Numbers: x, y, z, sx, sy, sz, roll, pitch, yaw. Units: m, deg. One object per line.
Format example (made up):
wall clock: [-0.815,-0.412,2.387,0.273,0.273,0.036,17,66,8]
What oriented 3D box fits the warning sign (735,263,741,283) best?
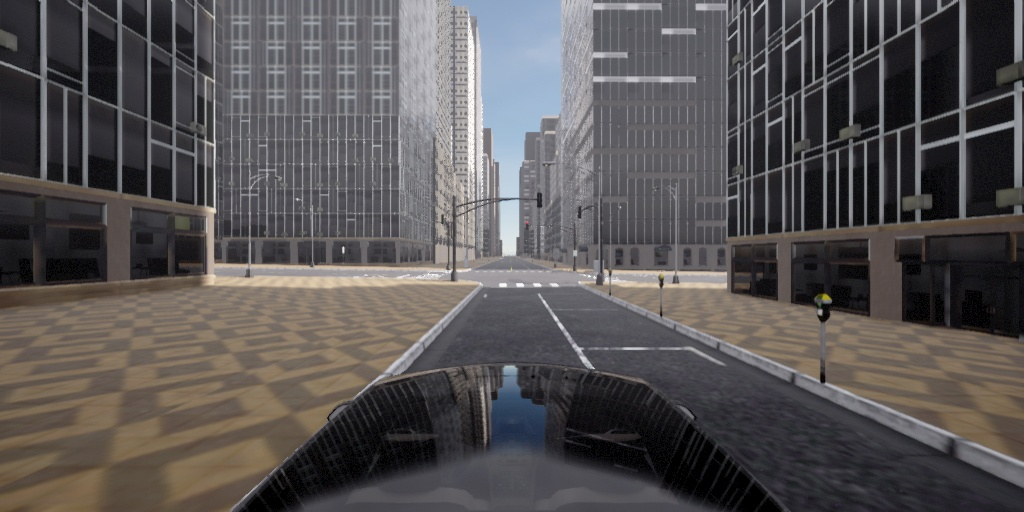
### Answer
warning sign: [17.262,1.179,27.990,1.060,1.860,1.300,0,0,-3]
